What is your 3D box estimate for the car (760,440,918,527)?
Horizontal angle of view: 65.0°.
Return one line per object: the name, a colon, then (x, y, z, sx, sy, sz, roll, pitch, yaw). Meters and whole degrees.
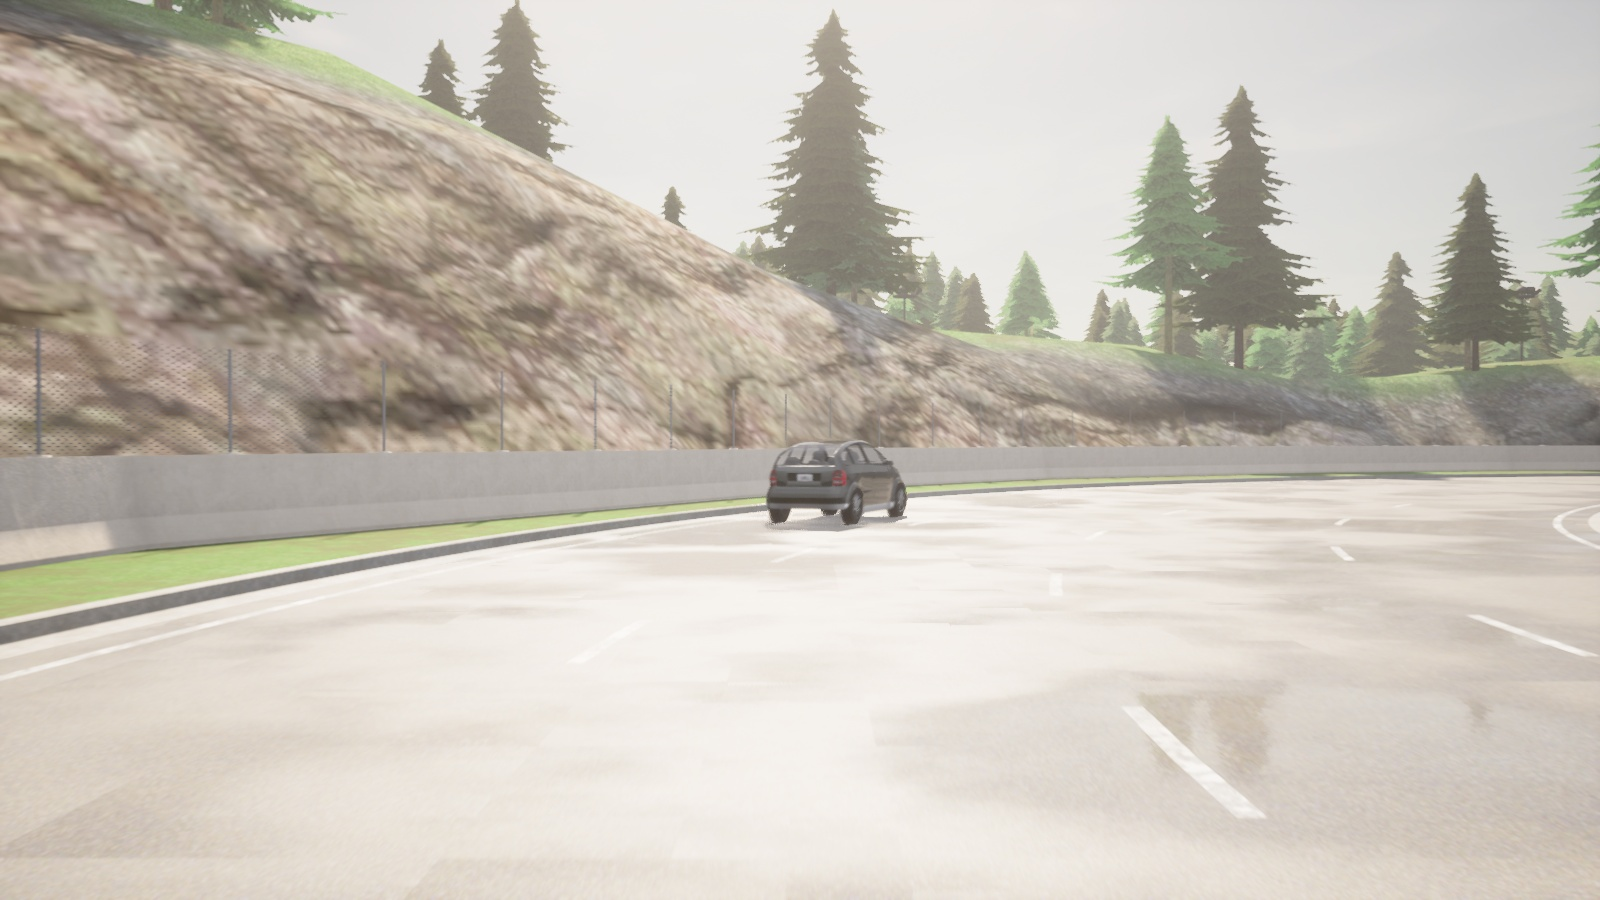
car: (0.838, 0.589, 24.302, 1.789, 1.549, 3.705, 0, 0, 24)
